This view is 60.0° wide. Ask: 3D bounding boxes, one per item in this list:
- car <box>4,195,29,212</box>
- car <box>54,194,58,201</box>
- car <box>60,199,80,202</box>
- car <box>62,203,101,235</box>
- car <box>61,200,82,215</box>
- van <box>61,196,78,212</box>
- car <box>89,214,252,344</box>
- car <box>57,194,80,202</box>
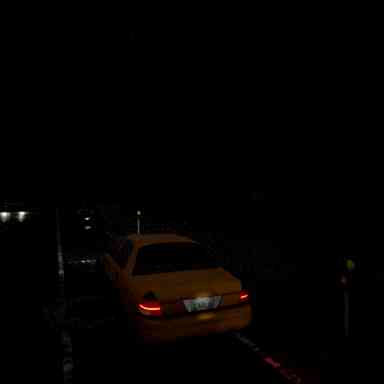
[{"bbox_3d":[-20.843,1.480,39.260,1.882,1.535,5.008,0,0,-22],"label":"car"},{"bbox_3d":[-31.408,1.471,79.659,1.967,1.590,4.097,0,0,-24],"label":"car"},{"bbox_3d":[-10.262,1.567,28.953,1.947,1.339,4.313,0,0,-22],"label":"car"},{"bbox_3d":[-6.063,1.552,18.735,2.008,1.369,4.403,0,0,-22],"label":"car"},{"bbox_3d":[-8.163,1.552,23.844,2.008,1.369,4.403,0,0,-22],"label":"car"},{"bbox_3d":[-14.461,1.343,39.172,1.690,1.788,3.998,0,0,-22],"label":"van"},{"bbox_3d":[-0.834,1.457,6.777,1.801,1.575,5.366,0,0,-22],"label":"car"},{"bbox_3d":[-12.362,1.317,34.063,2.192,1.841,5.009,0,0,-22],"label":"car"}]
